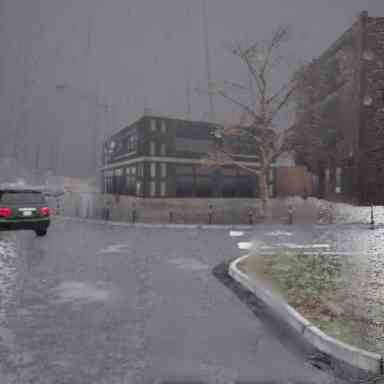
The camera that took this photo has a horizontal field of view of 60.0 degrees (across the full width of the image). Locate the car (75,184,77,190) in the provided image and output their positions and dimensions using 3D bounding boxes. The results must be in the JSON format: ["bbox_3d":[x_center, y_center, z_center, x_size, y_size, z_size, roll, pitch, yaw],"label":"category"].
[{"bbox_3d":[-33.769,-1.037,87.366,5.566,2.045,2.435,1,1,-16],"label":"car"}]

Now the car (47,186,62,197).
[{"bbox_3d":[-23.686,0.277,52.817,4.792,1.488,2.163,1,1,-16],"label":"car"}]

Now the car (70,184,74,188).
[{"bbox_3d":[-29.854,-0.626,74.038,5.566,2.045,2.435,1,2,-16],"label":"car"}]

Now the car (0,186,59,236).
[{"bbox_3d":[-8.345,0.880,15.132,2.150,2.045,5.566,0,1,-43],"label":"car"}]

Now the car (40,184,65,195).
[{"bbox_3d":[-25.156,-0.011,58.044,4.553,1.767,2.185,1,1,-16],"label":"car"}]

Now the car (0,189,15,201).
[{"bbox_3d":[-26.434,0.390,46.304,2.033,1.411,5.357,1,1,-17],"label":"car"}]

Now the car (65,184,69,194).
[{"bbox_3d":[-27.507,-0.247,66.047,4.553,1.767,2.185,1,2,-16],"label":"car"}]

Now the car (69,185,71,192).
[{"bbox_3d":[-28.362,-0.210,68.824,5.008,1.535,2.097,1,2,-16],"label":"car"}]
